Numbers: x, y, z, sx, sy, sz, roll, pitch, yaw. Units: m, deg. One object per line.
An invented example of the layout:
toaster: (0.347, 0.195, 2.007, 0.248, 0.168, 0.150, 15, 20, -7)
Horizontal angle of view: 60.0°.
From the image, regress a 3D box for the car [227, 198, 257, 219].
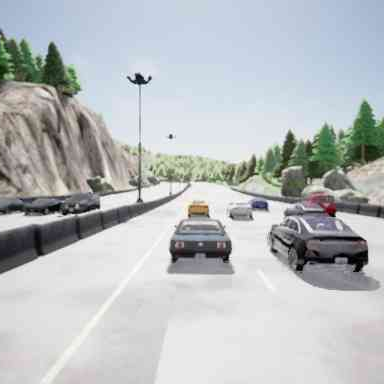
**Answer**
car: (4.076, 1.464, 28.697, 1.812, 1.442, 4.674, 0, 0, 1)

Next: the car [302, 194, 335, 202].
car: (11.102, 1.211, 30.078, 2.150, 2.045, 5.566, 0, 0, 1)

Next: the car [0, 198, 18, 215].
car: (-16.994, 1.307, 30.618, 1.812, 1.442, 4.674, 0, 0, 1)

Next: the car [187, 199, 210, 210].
car: (0.599, 1.383, 30.059, 1.882, 1.535, 5.008, 0, 0, 1)

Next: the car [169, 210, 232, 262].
car: (0.284, 1.564, 11.881, 1.895, 1.301, 4.718, 0, 0, 1)

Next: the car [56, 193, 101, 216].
car: (-9.995, 1.135, 30.462, 2.150, 2.045, 5.566, 0, 0, 1)

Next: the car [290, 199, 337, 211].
car: (7.463, 1.479, 22.163, 2.128, 1.511, 4.902, 0, 0, 1)

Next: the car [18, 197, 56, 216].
car: (-13.495, 1.287, 30.558, 1.882, 1.535, 5.008, 0, 0, 1)

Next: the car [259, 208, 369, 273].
car: (3.765, 1.486, 10.705, 2.128, 1.511, 4.902, 0, 0, 1)

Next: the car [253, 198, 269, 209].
car: (7.761, 1.394, 39.431, 1.882, 1.535, 5.008, 0, 1, 1)
